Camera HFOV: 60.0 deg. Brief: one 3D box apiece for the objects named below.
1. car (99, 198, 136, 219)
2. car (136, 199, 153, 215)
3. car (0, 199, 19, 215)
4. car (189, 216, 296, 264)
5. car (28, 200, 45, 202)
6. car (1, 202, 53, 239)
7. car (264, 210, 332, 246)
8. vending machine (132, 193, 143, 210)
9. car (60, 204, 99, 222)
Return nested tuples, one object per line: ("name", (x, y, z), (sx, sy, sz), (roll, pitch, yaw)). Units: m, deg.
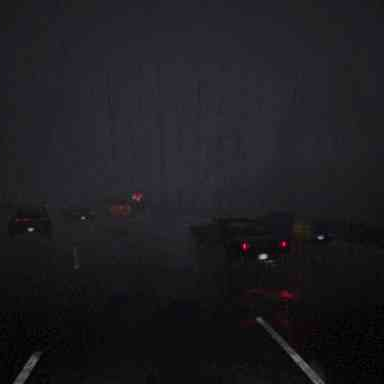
("car", (-6.961, 1.337, 29.242), (2.097, 1.767, 4.553), (0, 0, -31))
("car", (-5.630, 1.471, 33.614), (2.128, 1.511, 4.902), (0, 0, -34))
("car", (-18.320, 1.472, 33.293), (1.882, 1.535, 5.008), (0, 0, -37))
("car", (1.391, 1.590, 11.839), (1.895, 1.301, 4.718), (0, 0, -18))
("car", (-18.105, 1.591, 38.529), (1.895, 1.301, 4.718), (0, 0, -40))
("car", (-8.385, 1.487, 17.373), (2.128, 1.511, 4.902), (0, 0, -25))
("car", (4.051, 1.509, 14.597), (1.812, 1.442, 4.674), (0, 0, -19))
("vending machine", (-6.935, 1.170, 42.527), (1.100, 2.100, 0.880), (0, 0, -38))
("car", (-9.047, 1.590, 26.086), (1.895, 1.301, 4.718), (0, 0, -31))
